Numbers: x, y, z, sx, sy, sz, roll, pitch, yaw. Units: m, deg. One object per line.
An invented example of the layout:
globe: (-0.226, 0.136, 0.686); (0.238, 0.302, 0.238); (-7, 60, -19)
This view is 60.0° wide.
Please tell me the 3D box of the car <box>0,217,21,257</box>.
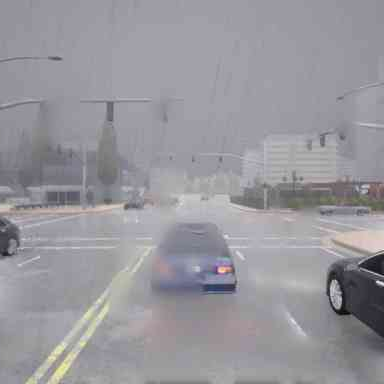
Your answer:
car: (-7.136, 1.505, 10.173); (1.837, 1.490, 4.892); (0, 0, 0)

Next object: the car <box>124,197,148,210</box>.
car: (-7.294, 1.601, 42.276); (1.895, 1.301, 4.718); (0, 0, 1)

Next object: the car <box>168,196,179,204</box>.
car: (-3.759, 1.564, 66.772); (1.994, 1.385, 4.181); (0, 0, 0)

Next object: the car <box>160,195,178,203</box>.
car: (-3.781, 1.491, 56.853); (2.128, 1.511, 4.902); (0, 0, 0)

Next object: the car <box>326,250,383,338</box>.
car: (3.546, 1.505, 4.662); (1.837, 1.490, 4.892); (0, 0, 0)

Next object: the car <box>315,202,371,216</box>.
car: (14.337, 1.601, 31.831); (4.718, 1.301, 1.895); (0, 0, 1)

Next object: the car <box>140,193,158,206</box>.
car: (-7.297, 1.223, 55.072); (2.150, 2.045, 5.566); (0, 0, -2)

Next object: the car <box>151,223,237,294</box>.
car: (0.052, 1.547, 8.906); (2.033, 1.411, 5.357); (0, 0, 0)

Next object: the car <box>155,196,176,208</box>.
car: (-3.763, 1.601, 47.583); (1.895, 1.301, 4.718); (0, 0, 0)

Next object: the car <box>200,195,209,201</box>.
car: (3.207, 1.553, 84.585); (1.994, 1.385, 4.181); (0, 0, 0)
